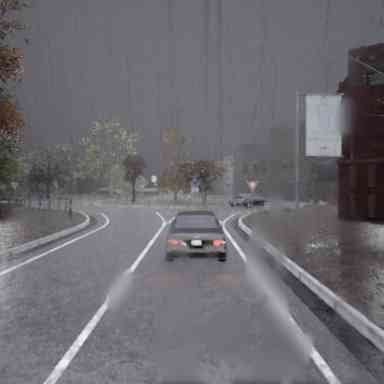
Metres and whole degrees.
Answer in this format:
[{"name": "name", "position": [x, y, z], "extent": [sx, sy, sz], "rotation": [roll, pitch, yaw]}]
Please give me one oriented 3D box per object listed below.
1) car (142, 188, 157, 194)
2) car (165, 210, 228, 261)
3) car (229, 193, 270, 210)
[{"name": "car", "position": [-11.999, -0.120, 92.820], "extent": [4.553, 1.767, 2.185], "rotation": [0, 0, -2]}, {"name": "car", "position": [0.120, 1.334, 11.270], "extent": [2.033, 1.411, 5.357], "rotation": [0, 1, 0]}, {"name": "car", "position": [5.549, 0.814, 31.597], "extent": [2.128, 1.511, 4.902], "rotation": [0, 1, 44]}]
